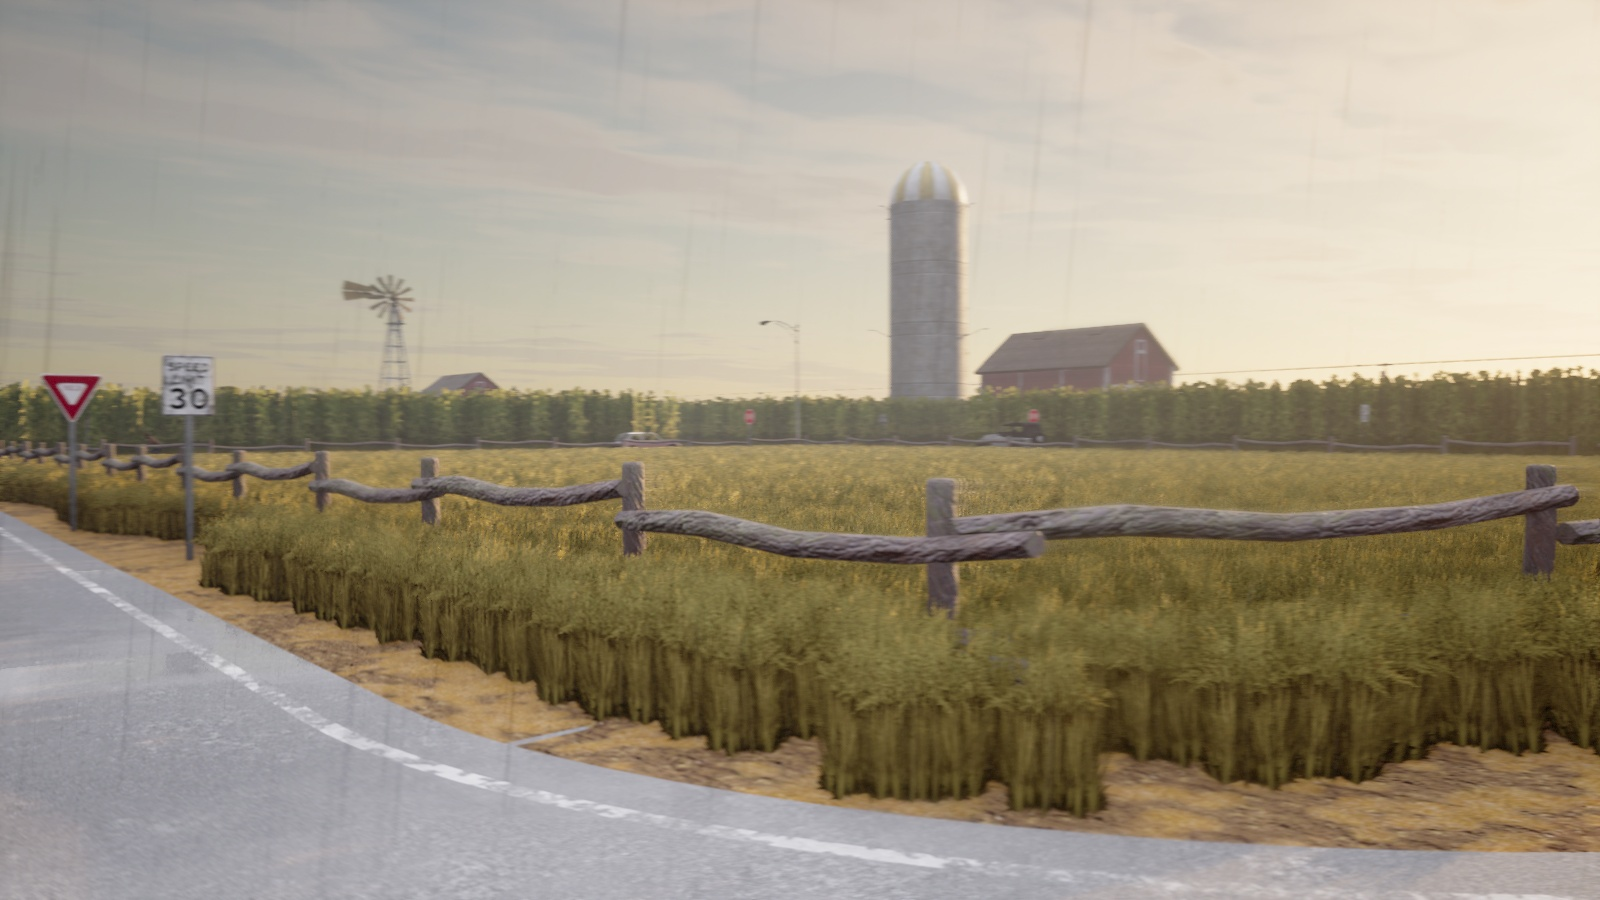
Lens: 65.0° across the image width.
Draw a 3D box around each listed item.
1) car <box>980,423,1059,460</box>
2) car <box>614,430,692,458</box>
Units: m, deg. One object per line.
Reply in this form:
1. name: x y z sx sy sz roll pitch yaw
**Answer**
1. car: 11.645 -0.479 66.849 1.905 1.878 3.866 0 2 -36
2. car: -8.093 -0.339 69.354 3.806 1.475 1.970 -1 1 -37
